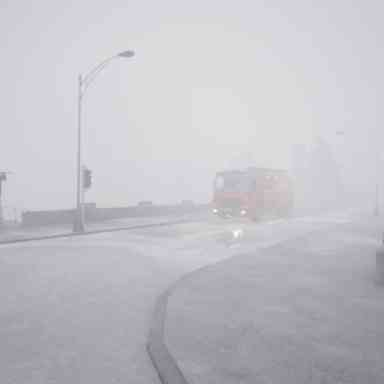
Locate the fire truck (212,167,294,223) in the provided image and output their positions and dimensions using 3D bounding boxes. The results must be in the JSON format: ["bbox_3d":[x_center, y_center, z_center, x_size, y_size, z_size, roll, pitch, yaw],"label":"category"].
[{"bbox_3d":[4.946,0.134,25.284,2.891,3.827,8.468,1,1,37],"label":"fire truck"}]
